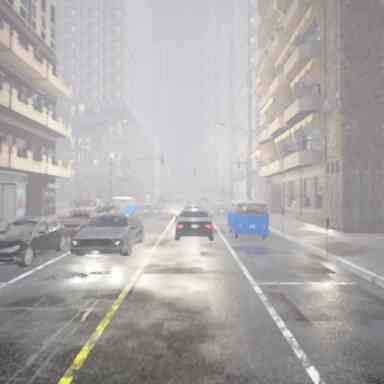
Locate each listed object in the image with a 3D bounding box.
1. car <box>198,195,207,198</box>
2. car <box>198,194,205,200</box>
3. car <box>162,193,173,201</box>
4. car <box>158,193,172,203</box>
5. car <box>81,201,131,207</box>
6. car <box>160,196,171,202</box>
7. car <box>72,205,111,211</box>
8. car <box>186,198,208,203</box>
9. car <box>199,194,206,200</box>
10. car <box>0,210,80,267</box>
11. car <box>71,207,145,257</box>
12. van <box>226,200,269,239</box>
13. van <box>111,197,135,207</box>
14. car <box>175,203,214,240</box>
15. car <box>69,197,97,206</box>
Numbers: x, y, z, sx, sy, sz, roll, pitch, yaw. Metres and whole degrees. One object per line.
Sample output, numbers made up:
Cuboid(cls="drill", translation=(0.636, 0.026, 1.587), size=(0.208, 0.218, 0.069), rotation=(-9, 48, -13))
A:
Cuboid(cls="car", translation=(2.723, 1.449, 77.096), size=(1.802, 1.307, 4.206), rotation=(1, 0, 0))
Cuboid(cls="car", translation=(2.729, 1.404, 93.829), size=(1.947, 1.339, 4.313), rotation=(1, 0, 0))
Cuboid(cls="car", translation=(-5.651, 1.182, 77.036), size=(2.192, 1.841, 5.009), rotation=(1, 0, 0))
Cuboid(cls="car", translation=(-5.656, 1.326, 65.886), size=(1.967, 1.590, 4.097), rotation=(1, 0, 0))
Cuboid(cls="car", translation=(-5.637, 1.528, 22.279), size=(1.947, 1.339, 4.313), rotation=(1, 0, 0))
Cuboid(cls="car", translation=(-5.658, 1.458, 71.461), size=(1.802, 1.307, 4.206), rotation=(1, 0, 0))
Cuboid(cls="car", translation=(-5.639, 1.553, 16.739), size=(1.802, 1.307, 4.206), rotation=(1, 0, 0))
Cuboid(cls="car", translation=(0.107, 1.496, 29.757), size=(2.033, 1.411, 5.357), rotation=(0, 0, 0))
Cuboid(cls="car", translation=(2.728, 1.373, 88.422), size=(1.752, 1.417, 4.829), rotation=(1, 0, 0))
Cuboid(cls="car", translation=(-5.640, 1.532, 11.198), size=(2.008, 1.369, 4.403), rotation=(1, 0, 0))
Cuboid(cls="car", translation=(-3.037, 1.525, 13.156), size=(2.033, 1.411, 5.357), rotation=(0, 0, 1))
Cuboid(cls="van", translation=(2.713, 1.313, 16.789), size=(1.690, 1.788, 3.998), rotation=(1, 0, 0))
Cuboid(cls="van", translation=(-5.801, 1.293, 27.820), size=(1.690, 1.788, 3.998), rotation=(1, 0, 0))
Cuboid(cls="car", translation=(0.105, 1.518, 16.722), size=(2.033, 1.411, 5.357), rotation=(0, 0, 0))
Cuboid(cls="car", translation=(-16.478, 1.410, 50.469), size=(4.097, 1.590, 1.967), rotation=(0, -1, 0))
